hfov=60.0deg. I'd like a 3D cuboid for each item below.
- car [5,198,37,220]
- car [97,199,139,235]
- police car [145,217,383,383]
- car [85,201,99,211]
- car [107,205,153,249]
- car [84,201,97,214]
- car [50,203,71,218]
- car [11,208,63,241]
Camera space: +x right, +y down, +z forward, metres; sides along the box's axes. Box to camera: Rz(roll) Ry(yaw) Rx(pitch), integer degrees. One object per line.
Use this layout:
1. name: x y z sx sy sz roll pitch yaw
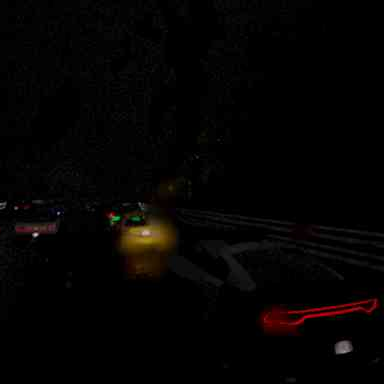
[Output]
1. car: -16.961 1.625 33.121 2.150 2.045 5.566 0 -1 -18
2. car: -4.522 1.438 20.797 2.150 2.045 5.566 0 -1 -19
3. police car: 0.727 1.474 5.979 1.930 1.638 5.238 0 -1 -20
4. car: -15.882 2.156 52.897 1.994 1.385 4.181 0 -1 -16
5. car: -2.631 1.608 15.349 1.801 1.575 5.366 0 -1 -19
6. car: -12.460 1.986 41.814 1.812 1.442 4.674 0 0 -17
7. car: -13.834 1.927 34.848 1.812 1.442 4.674 0 0 -18
8. car: -8.375 1.814 18.374 1.895 1.301 4.718 0 -1 -19
